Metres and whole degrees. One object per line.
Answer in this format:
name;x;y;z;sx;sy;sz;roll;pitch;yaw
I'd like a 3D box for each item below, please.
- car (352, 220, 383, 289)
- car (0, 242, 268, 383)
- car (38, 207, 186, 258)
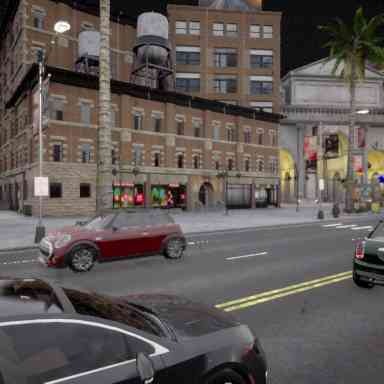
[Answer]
car;5.902;1.352;7.977;4.553;1.767;2.097;0;0;-35
car;-1.477;1.505;2.685;4.892;1.490;1.837;0;0;-36
car;-2.464;1.352;10.827;4.553;1.767;2.097;0;0;-35
